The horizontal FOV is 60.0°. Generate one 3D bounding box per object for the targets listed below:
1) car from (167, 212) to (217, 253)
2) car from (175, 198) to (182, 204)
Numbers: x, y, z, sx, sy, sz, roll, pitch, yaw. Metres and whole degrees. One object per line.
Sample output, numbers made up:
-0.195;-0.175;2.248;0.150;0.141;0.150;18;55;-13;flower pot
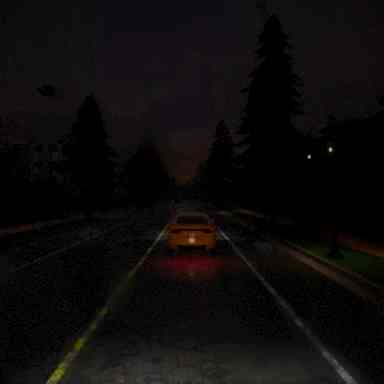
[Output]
0.002;1.617;14.520;1.882;1.535;5.008;0;0;0;car
-3.516;2.359;86.416;2.033;1.411;5.357;0;-1;0;car
